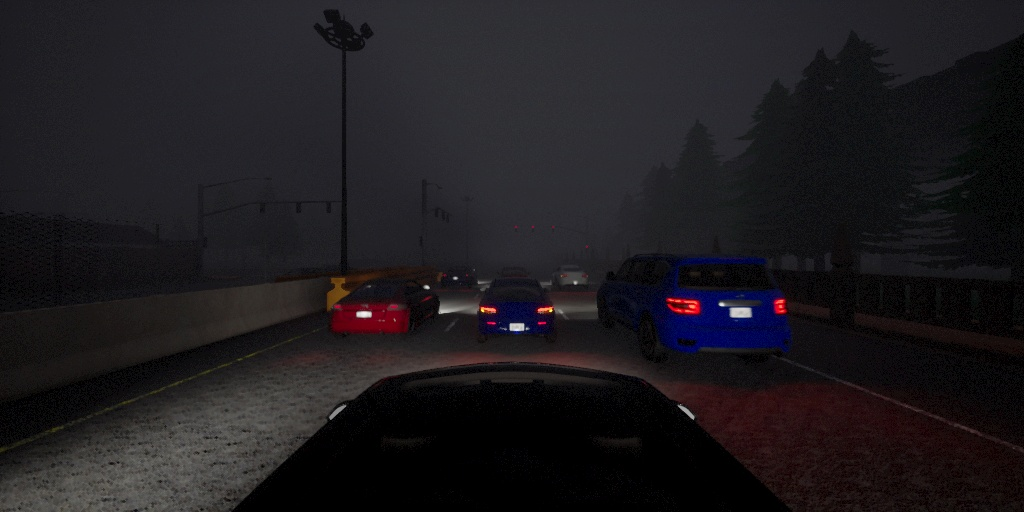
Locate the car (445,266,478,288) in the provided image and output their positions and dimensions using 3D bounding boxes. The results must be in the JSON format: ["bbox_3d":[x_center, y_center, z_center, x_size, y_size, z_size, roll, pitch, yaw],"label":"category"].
[{"bbox_3d":[-3.401,1.314,23.706,1.994,1.385,4.181,0,0,1],"label":"car"}]

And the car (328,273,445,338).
[{"bbox_3d":[-3.398,1.314,10.247,1.994,1.385,4.181,0,0,0],"label":"car"}]

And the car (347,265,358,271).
[{"bbox_3d":[-13.998,1.350,28.370,2.033,1.411,5.357,0,0,0],"label":"car"}]

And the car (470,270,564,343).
[{"bbox_3d":[0.094,1.276,9.583,1.812,1.442,4.674,0,0,0],"label":"car"}]

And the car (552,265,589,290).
[{"bbox_3d":[3.597,1.276,22.597,1.812,1.442,4.674,0,0,0],"label":"car"}]

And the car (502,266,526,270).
[{"bbox_3d":[0.101,1.276,19.479,1.812,1.442,4.674,0,0,0],"label":"car"}]

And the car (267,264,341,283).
[{"bbox_3d":[-10.578,1.314,18.413,1.994,1.385,4.181,0,0,0],"label":"car"}]

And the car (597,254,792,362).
[{"bbox_3d":[3.600,0.973,8.325,2.150,2.045,5.566,0,0,0],"label":"car"}]
